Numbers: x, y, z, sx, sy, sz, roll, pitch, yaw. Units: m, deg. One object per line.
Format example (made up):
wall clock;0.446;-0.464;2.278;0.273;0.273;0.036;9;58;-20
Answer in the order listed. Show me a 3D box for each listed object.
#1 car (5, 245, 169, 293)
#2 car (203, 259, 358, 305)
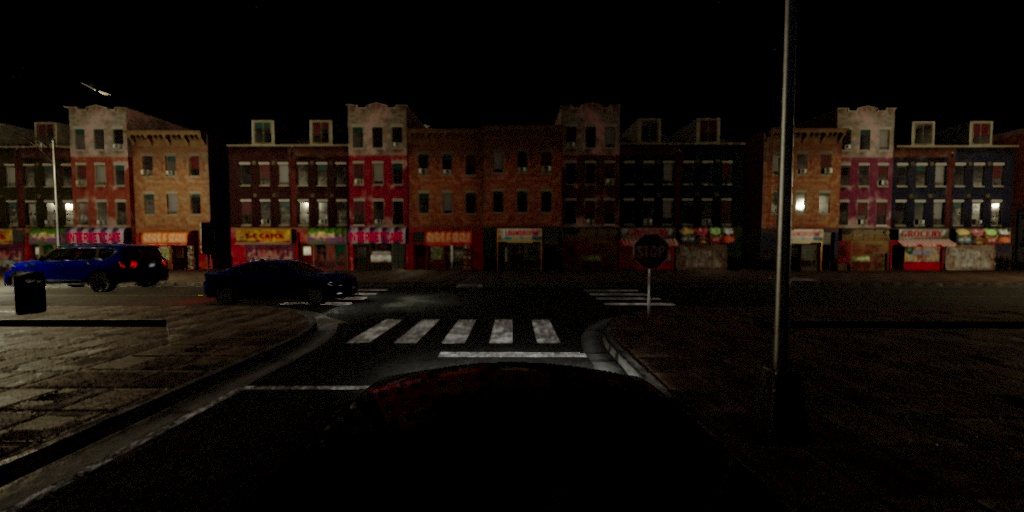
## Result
car;-18.883;0.511;16.123;5.566;2.045;2.150;0;2;-1
car;-8.277;0.879;13.073;5.008;1.535;1.882;0;2;0
